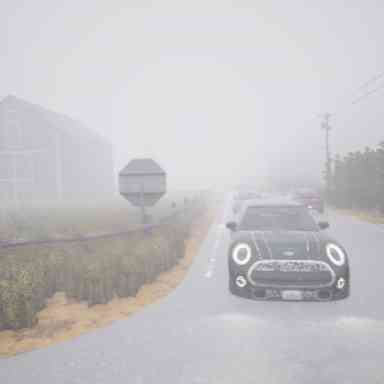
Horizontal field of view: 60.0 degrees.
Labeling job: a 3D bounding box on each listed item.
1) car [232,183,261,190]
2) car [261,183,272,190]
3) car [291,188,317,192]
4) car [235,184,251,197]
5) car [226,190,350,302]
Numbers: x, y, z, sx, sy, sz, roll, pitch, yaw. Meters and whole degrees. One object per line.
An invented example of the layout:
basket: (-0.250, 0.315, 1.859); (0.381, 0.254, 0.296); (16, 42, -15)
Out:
car: (4.768, 0.062, 30.146); (2.097, 1.767, 4.553); (-1, 2, 7)
car: (10.428, -0.646, 48.443); (1.882, 1.535, 5.008); (-1, 3, 5)
car: (7.052, 0.504, 21.392); (1.837, 1.490, 4.892); (-1, 2, 7)
car: (6.176, -0.228, 40.790); (1.837, 1.490, 4.892); (-1, 2, 8)
car: (1.887, 0.999, 7.632); (2.097, 1.767, 4.553); (-1, 2, 7)
